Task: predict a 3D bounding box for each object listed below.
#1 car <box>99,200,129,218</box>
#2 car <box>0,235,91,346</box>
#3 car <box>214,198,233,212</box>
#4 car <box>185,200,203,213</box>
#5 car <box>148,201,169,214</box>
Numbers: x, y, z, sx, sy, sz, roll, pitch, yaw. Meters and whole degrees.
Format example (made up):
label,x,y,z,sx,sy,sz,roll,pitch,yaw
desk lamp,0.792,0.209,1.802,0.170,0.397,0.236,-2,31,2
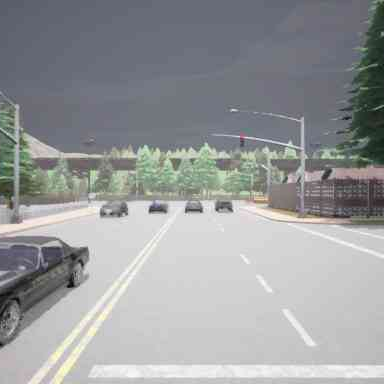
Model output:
label,x,y,z,sx,sy,sz,roll,pitch,yaw
car,-6.998,1.492,30.233,2.128,1.511,4.902,0,0,0
car,-3.582,1.601,6.453,1.895,1.301,4.718,0,0,0
car,3.717,1.504,39.538,1.837,1.490,4.892,0,0,0
car,0.209,1.564,36.970,1.994,1.385,4.181,0,0,0
car,-3.468,1.601,35.080,1.895,1.301,4.718,0,0,0
